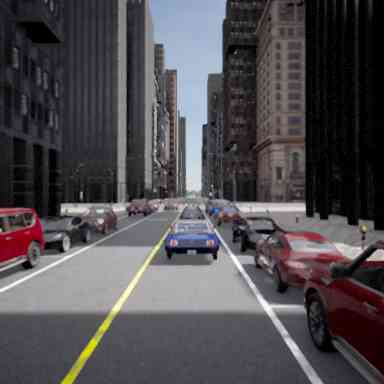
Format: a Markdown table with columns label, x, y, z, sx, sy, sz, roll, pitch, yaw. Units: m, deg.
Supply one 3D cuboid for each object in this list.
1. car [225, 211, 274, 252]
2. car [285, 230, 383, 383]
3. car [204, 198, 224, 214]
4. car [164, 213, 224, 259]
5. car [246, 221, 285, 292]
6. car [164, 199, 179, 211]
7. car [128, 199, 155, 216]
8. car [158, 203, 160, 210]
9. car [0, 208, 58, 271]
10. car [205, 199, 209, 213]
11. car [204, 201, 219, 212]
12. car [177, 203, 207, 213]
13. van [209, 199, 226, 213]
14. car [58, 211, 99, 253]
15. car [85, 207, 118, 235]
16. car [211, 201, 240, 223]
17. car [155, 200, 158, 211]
| label | x | y | z | sx | sy | sz | roll | pitch | yaw |
| --- | --- | --- | --- | --- | --- | --- | --- | --- | --- |
| car | 2.762 | 1.712 | 14.479 | 1.947 | 1.339 | 4.313 | 0 | -1 | 0 |
| car | 2.760 | 1.349 | 3.279 | 2.192 | 1.841 | 5.009 | 0 | -1 | 0 |
| car | 2.766 | 1.743 | 42.489 | 2.192 | 1.841 | 5.009 | 0 | -1 | 0 |
| car | 0.019 | 1.735 | 13.232 | 1.895 | 1.301 | 4.718 | 0 | -1 | 0 |
| car | 2.762 | 1.672 | 8.877 | 1.802 | 1.307 | 4.206 | 0 | -1 | 0 |
| car | -3.016 | 1.850 | 49.616 | 2.097 | 1.767 | 4.553 | 0 | 0 | 0 |
| car | -5.760 | 1.686 | 36.887 | 2.192 | 1.841 | 5.009 | 0 | -1 | 0 |
| car | -5.758 | 1.924 | 48.089 | 1.967 | 1.590 | 4.097 | 0 | -1 | 0 |
| car | -5.765 | 1.405 | 8.878 | 2.192 | 1.841 | 5.009 | 0 | -1 | 0 |
| car | 2.765 | 1.811 | 36.886 | 1.967 | 1.590 | 4.097 | 0 | -1 | 0 |
| car | 2.767 | 2.035 | 48.088 | 2.008 | 1.369 | 4.403 | 0 | -1 | 0 |
| car | 0.028 | 1.850 | 28.369 | 1.994 | 1.385 | 4.181 | 0 | 0 | 0 |
| van | 2.764 | 1.656 | 31.286 | 1.690 | 1.788 | 3.998 | 0 | -1 | 0 |
| car | -5.763 | 1.712 | 14.477 | 1.947 | 1.339 | 4.313 | 0 | -1 | 0 |
| car | -5.763 | 1.642 | 20.080 | 1.967 | 1.590 | 4.097 | 0 | -1 | 0 |
| car | 2.764 | 1.699 | 25.683 | 1.967 | 1.590 | 4.097 | 0 | -1 | 0 |
| car | -5.759 | 1.951 | 42.317 | 1.752 | 1.417 | 4.829 | 0 | -1 | 0 |
